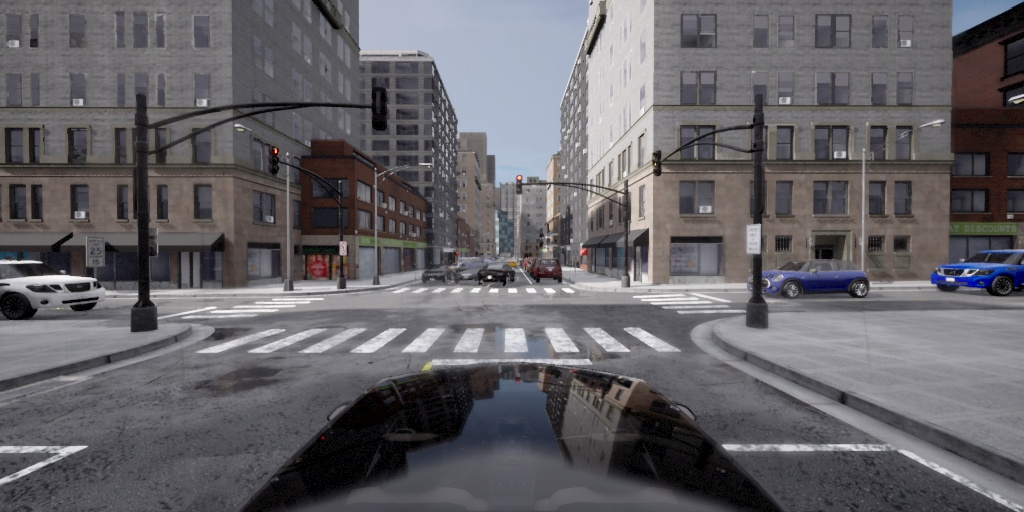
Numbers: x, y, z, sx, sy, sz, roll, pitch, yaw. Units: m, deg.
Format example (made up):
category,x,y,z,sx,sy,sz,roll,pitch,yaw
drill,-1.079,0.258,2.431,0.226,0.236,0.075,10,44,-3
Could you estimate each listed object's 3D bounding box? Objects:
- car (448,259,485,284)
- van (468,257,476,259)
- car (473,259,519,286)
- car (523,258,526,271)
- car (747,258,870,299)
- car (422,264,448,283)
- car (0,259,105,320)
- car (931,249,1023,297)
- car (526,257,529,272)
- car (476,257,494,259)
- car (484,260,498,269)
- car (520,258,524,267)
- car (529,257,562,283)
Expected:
category,x,y,z,sx,sy,sz,roll,pitch,yaw
car,-3.201,1.245,27.292,2.128,1.511,4.902,0,0,0
van,-5.851,1.094,44.878,1.690,1.789,3.998,0,0,0
car,-0.994,1.231,25.713,1.882,1.535,5.008,0,0,10
car,2.678,1.279,45.085,1.751,1.417,4.829,0,0,0
car,13.404,0.938,16.435,4.553,1.767,2.097,-1,1,-1
car,-5.777,1.319,28.121,1.948,1.339,4.313,0,0,0
car,-18.449,1.145,12.986,5.566,2.045,2.150,-1,1,-2
car,22.980,0.708,16.541,5.566,2.045,2.150,-1,1,0
car,2.725,1.069,33.744,2.192,1.841,5.009,0,0,0
car,-3.273,1.231,47.045,1.882,1.535,5.008,0,0,0
car,-3.292,1.298,57.426,2.033,1.411,5.357,0,0,0
car,2.655,1.067,50.501,2.192,1.841,5.009,0,0,0
car,2.749,1.068,28.158,2.192,1.841,5.009,0,0,0
